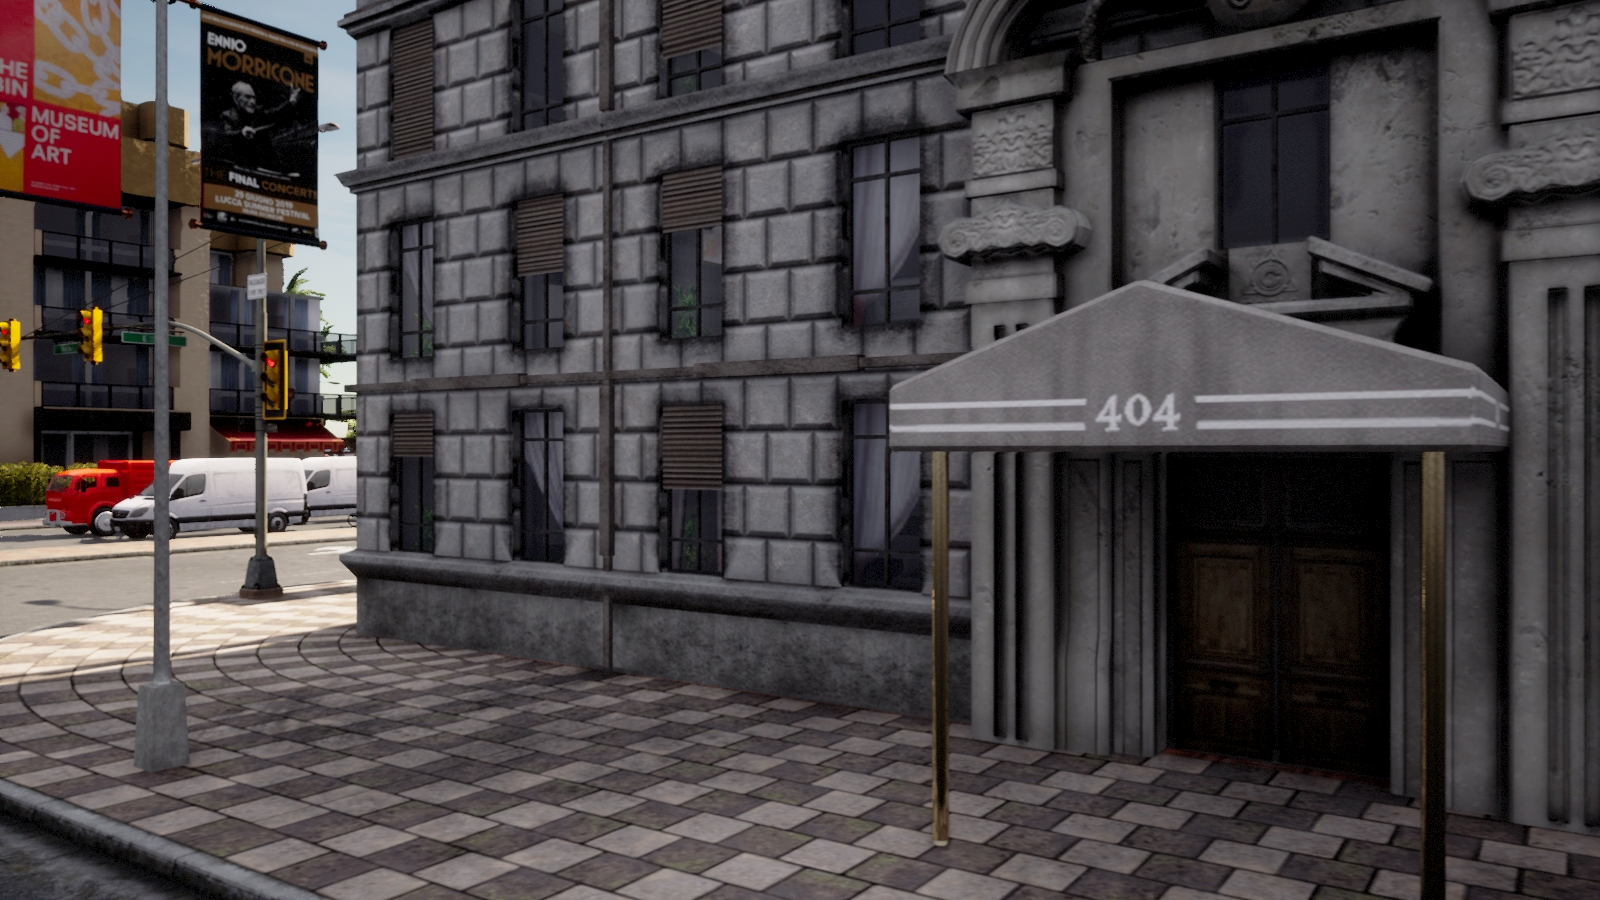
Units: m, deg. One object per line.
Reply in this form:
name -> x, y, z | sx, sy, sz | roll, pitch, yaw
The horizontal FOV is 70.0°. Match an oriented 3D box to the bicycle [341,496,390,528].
bicycle -> -16.072, 2.275, 42.271 | 0.859, 1.080, 1.487 | 0, 0, 34

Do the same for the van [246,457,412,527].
van -> -18.408, 1.555, 44.970 | 1.988, 2.561, 5.915 | 0, 0, 35

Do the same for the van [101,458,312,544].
van -> -19.311, 1.553, 37.499 | 1.988, 2.561, 5.915 | 0, 0, 34

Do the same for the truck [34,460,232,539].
truck -> -22.591, 1.588, 38.914 | 2.627, 2.467, 5.204 | 0, 0, 34
